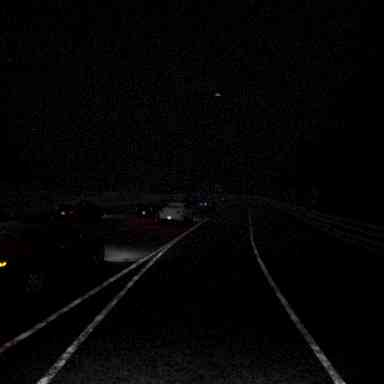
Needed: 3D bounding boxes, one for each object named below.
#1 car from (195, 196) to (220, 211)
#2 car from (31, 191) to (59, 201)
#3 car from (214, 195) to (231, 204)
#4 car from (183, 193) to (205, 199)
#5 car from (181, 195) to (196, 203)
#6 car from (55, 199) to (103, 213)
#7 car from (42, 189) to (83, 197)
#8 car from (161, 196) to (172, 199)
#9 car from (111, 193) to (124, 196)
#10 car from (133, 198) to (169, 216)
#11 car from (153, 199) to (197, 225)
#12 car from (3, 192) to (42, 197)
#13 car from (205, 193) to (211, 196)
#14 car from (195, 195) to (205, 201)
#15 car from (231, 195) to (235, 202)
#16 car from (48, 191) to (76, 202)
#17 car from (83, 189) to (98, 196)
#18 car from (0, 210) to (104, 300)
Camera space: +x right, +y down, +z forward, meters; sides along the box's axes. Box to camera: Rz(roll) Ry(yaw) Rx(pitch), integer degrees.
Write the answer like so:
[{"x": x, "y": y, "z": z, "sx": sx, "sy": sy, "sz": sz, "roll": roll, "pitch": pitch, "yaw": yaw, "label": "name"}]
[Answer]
[{"x": 2.046, "y": 1.577, "z": 42.622, "sx": 2.033, "sy": 1.411, "sz": 5.357, "roll": 2, "pitch": 0, "yaw": 10, "label": "car"}, {"x": -24.253, "y": 0.630, "z": 55.096, "sx": 1.837, "sy": 1.490, "sz": 4.892, "roll": 2, "pitch": 0, "yaw": 10, "label": "car"}, {"x": 6.235, "y": 1.657, "z": 67.467, "sx": 2.128, "sy": 1.511, "sz": 4.902, "roll": 2, "pitch": 0, "yaw": 10, "label": "car"}, {"x": 0.240, "y": 1.309, "z": 52.910, "sx": 2.097, "sy": 1.767, "sz": 4.553, "roll": 2, "pitch": 0, "yaw": 10, "label": "car"}, {"x": -0.665, "y": 1.422, "z": 68.631, "sx": 2.128, "sy": 1.511, "sz": 4.902, "roll": 2, "pitch": 0, "yaw": 10, "label": "car"}, {"x": -8.140, "y": 1.233, "z": 24.275, "sx": 1.812, "sy": 1.442, "sz": 4.674, "roll": 2, "pitch": 0, "yaw": 10, "label": "car"}, {"x": -16.077, "y": 0.643, "z": 40.580, "sx": 2.150, "sy": 2.045, "sz": 5.566, "roll": 2, "pitch": 0, "yaw": 10, "label": "car"}, {"x": -3.806, "y": 1.349, "z": 49.998, "sx": 1.812, "sy": 1.442, "sz": 4.674, "roll": 2, "pitch": 0, "yaw": 10, "label": "car"}, {"x": -12.999, "y": 0.984, "z": 58.587, "sx": 1.882, "sy": 1.535, "sz": 5.008, "roll": 2, "pitch": 0, "yaw": 10, "label": "car"}, {"x": -3.645, "y": 1.453, "z": 29.920, "sx": 1.895, "sy": 1.301, "sz": 4.718, "roll": 2, "pitch": 0, "yaw": 10, "label": "car"}, {"x": -1.094, "y": 1.472, "z": 23.998, "sx": 1.812, "sy": 1.442, "sz": 4.674, "roll": 2, "pitch": 0, "yaw": 10, "label": "car"}, {"x": -20.090, "y": 0.835, "z": 37.988, "sx": 2.033, "sy": 1.411, "sz": 5.357, "roll": 2, "pitch": 0, "yaw": 10, "label": "car"}, {"x": 2.803, "y": 1.269, "z": 68.098, "sx": 2.150, "sy": 2.045, "sz": 5.566, "roll": 2, "pitch": 0, "yaw": 10, "label": "car"}, {"x": 2.004, "y": 1.609, "z": 84.490, "sx": 1.994, "sy": 1.385, "sz": 4.181, "roll": 2, "pitch": 0, "yaw": 10, "label": "car"}, {"x": 9.235, "y": 1.862, "z": 85.298, "sx": 1.994, "sy": 1.385, "sz": 4.181, "roll": 2, "pitch": 0, "yaw": 10, "label": "car"}, {"x": -20.930, "y": 0.717, "z": 53.820, "sx": 1.882, "sy": 1.535, "sz": 5.008, "roll": 2, "pitch": 0, "yaw": 10, "label": "car"}, {"x": -17.326, "y": 0.582, "z": 54.064, "sx": 2.150, "sy": 2.045, "sz": 5.566, "roll": 2, "pitch": 0, "yaw": 10, "label": "car"}, {"x": -3.784, "y": 1.401, "z": 8.032, "sx": 1.812, "sy": 1.442, "sz": 4.674, "roll": 2, "pitch": 0, "yaw": 10, "label": "car"}]
